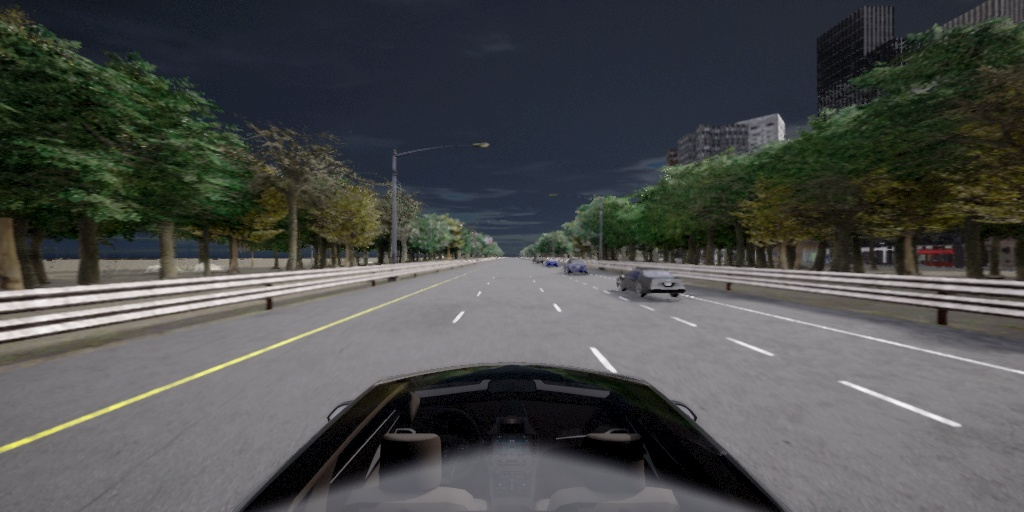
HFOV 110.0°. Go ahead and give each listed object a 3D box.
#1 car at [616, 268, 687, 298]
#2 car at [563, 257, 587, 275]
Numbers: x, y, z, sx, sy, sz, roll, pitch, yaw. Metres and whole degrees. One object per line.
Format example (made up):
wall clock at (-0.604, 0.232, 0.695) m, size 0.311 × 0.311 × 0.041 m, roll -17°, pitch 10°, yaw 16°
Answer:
car at (7.003, 1.309, 18.602) m, size 2.033 × 1.411 × 5.357 m, roll 0°, pitch 0°, yaw 0°
car at (7.053, 1.130, 40.484) m, size 2.097 × 1.767 × 4.553 m, roll 0°, pitch 0°, yaw 0°
